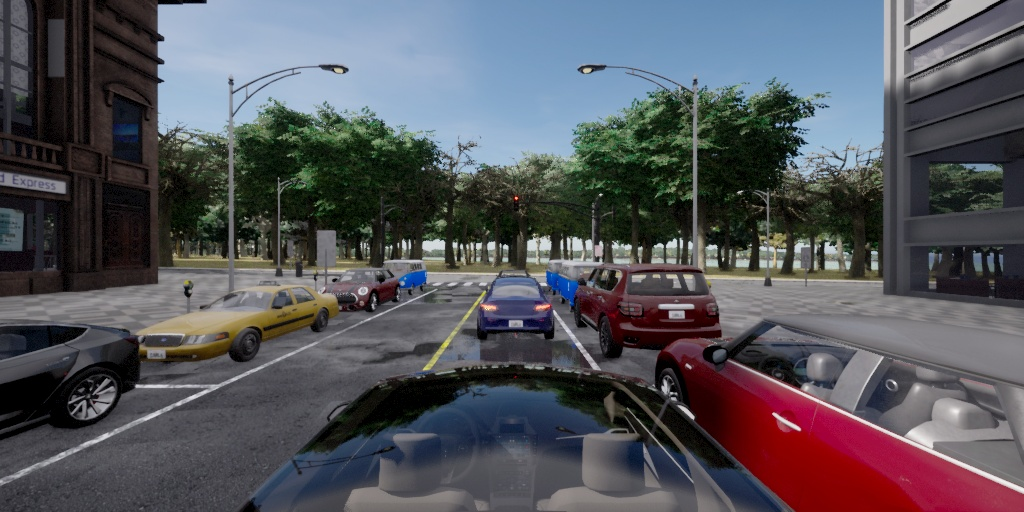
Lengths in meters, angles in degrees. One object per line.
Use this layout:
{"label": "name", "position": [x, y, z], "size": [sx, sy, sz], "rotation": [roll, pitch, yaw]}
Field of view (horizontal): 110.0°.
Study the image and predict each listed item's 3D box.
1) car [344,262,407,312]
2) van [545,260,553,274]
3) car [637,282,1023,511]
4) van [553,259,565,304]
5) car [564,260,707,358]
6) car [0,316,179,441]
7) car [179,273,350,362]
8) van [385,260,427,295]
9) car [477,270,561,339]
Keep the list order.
{"label": "car", "position": [-5.765, 1.190, 13.829], "size": [1.967, 1.591, 4.097], "rotation": [0, 0, 0]}
{"label": "van", "position": [2.759, 1.091, 19.269], "size": [1.690, 1.789, 3.998], "rotation": [0, 0, 0]}
{"label": "car", "position": [2.763, 1.190, 2.956], "size": [1.967, 1.591, 4.097], "rotation": [0, 0, 0]}
{"label": "van", "position": [2.760, 1.091, 13.831], "size": [1.690, 1.789, 3.998], "rotation": [0, 0, 0]}
{"label": "car", "position": [2.761, 1.065, 8.394], "size": [2.192, 1.841, 5.009], "rotation": [0, 0, 0]}
{"label": "car", "position": [-5.763, 1.316, 2.954], "size": [1.948, 1.339, 4.313], "rotation": [0, 0, 0]}
{"label": "car", "position": [-5.764, 1.275, 8.222], "size": [1.751, 1.417, 4.829], "rotation": [0, 0, 0]}
{"label": "van", "position": [-5.766, 1.091, 19.267], "size": [1.690, 1.789, 3.998], "rotation": [0, 0, 0]}
{"label": "car", "position": [0.097, 1.276, 9.931], "size": [1.812, 1.442, 4.674], "rotation": [0, 0, 0]}
